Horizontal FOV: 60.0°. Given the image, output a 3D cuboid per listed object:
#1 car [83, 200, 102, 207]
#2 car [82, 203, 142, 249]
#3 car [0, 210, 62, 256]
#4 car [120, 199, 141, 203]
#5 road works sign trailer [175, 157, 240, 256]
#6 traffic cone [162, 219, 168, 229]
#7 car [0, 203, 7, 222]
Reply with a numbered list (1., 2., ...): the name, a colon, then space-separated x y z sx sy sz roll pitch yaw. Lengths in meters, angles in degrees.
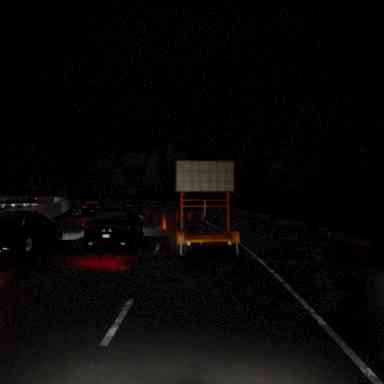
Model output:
1. car: -9.236 1.468 31.198 1.812 1.442 4.674 0 0 -13
2. car: -3.283 1.451 14.582 1.882 1.535 5.008 0 0 -3
3. car: -6.692 1.480 13.011 1.837 1.490 4.892 0 0 -2
4. car: -6.022 1.431 32.831 2.128 1.511 4.902 0 0 -13
5. road works sign trailer: 0.497 0.442 13.094 2.380 3.560 2.880 0 0 -5
6. traffic cone: -1.630 1.920 19.929 0.340 0.580 0.340 0 0 -5
7. car: -15.059 1.517 23.683 1.994 1.385 4.181 0 0 -10
